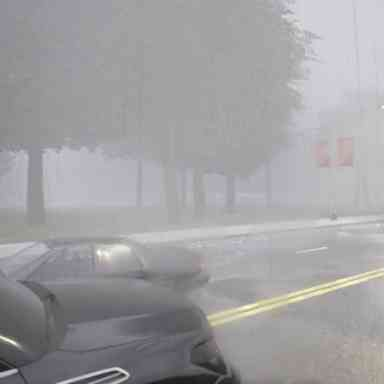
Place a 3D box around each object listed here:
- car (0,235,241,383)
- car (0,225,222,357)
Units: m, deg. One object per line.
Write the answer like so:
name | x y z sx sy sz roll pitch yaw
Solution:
car | -2.268 1.222 1.821 5.566 2.045 2.150 0 0 -35
car | -2.159 1.547 6.128 5.357 1.411 2.033 0 0 -35
